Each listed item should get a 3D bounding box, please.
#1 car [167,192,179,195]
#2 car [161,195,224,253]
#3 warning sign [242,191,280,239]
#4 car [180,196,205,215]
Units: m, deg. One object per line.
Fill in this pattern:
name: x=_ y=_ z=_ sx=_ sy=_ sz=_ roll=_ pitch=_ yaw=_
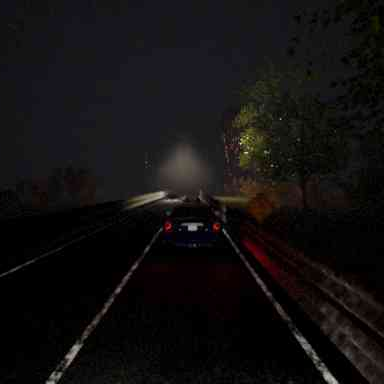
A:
car: x=-3.295 y=0.629 z=57.453 sx=1.895 sy=1.301 sz=4.718 roll=0 pitch=1 yaw=1
car: x=0.040 y=1.169 z=12.974 sx=2.097 sy=1.767 sz=4.553 roll=0 pitch=1 yaw=1
warning sign: x=2.830 y=0.920 z=13.796 sx=1.300 sy=1.860 sz=1.060 roll=-1 pitch=0 yaw=0
car: x=0.041 y=1.112 z=28.281 sx=1.994 sy=1.385 sz=4.181 roll=0 pitch=1 yaw=1
